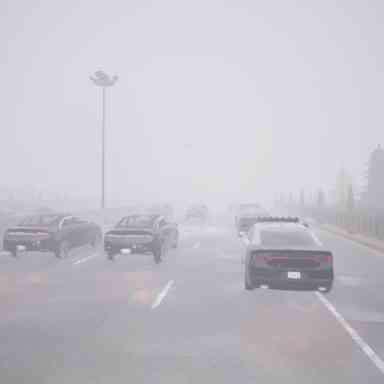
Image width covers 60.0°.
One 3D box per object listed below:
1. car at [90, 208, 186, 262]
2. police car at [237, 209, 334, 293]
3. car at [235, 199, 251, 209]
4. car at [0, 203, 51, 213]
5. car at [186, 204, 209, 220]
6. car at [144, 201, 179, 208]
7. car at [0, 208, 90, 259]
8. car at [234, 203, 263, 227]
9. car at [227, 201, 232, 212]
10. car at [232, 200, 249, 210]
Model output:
[{"bbox_3d":[-1.712,1.595,12.545,2.128,1.511,4.902,0,-1,7],"label":"car"},{"bbox_3d":[2.378,1.504,9.305,1.930,1.638,5.238,0,-1,7],"label":"police car"},{"bbox_3d":[8.884,2.047,57.701,1.812,1.442,4.674,0,-1,20],"label":"car"},{"bbox_3d":[-11.148,1.722,23.603,1.812,1.442,4.674,0,-1,7],"label":"car"},{"bbox_3d":[0.539,1.831,31.125,2.033,1.411,5.357,0,-1,7],"label":"car"},{"bbox_3d":[-2.932,1.831,31.577,2.033,1.411,5.357,0,-1,7],"label":"car"},{"bbox_3d":[-5.172,1.596,13.084,2.128,1.511,4.902,0,-1,7],"label":"car"},{"bbox_3d":[3.567,1.651,19.123,1.882,1.535,5.008,0,-1,7],"label":"car"},{"bbox_3d":[5.882,1.968,45.484,2.033,1.411,5.357,0,0,12],"label":"car"},{"bbox_3d":[4.285,1.582,25.051,2.097,1.767,4.553,0,-1,7],"label":"car"}]
